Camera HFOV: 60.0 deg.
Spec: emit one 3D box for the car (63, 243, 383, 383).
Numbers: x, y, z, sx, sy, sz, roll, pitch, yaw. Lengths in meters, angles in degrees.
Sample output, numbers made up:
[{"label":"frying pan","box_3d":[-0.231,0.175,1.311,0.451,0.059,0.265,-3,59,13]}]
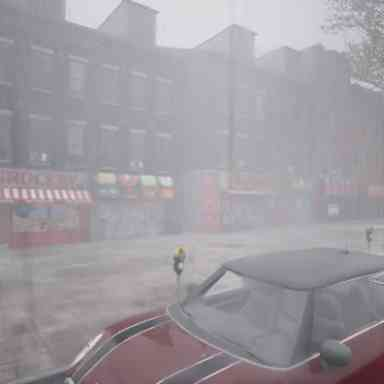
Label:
[{"label":"car","box_3d":[0.831,1.437,3.373,4.097,1.590,1.967,0,2,-35]}]
